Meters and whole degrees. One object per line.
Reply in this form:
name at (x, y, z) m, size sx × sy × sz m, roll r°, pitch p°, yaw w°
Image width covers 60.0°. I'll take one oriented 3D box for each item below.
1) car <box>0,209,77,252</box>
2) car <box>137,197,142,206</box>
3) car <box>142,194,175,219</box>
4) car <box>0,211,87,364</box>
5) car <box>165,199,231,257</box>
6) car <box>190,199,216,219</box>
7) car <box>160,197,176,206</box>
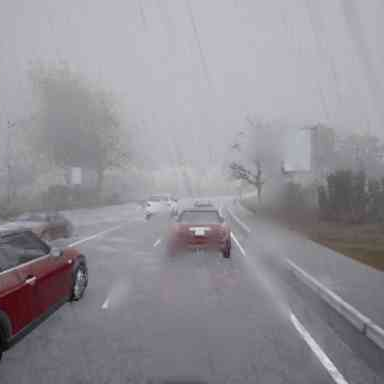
car at (-6.836, 1.550, 14.647) m, size 1.994 × 1.385 × 4.181 m, roll 0°, pitch 0°, yaw 2°
car at (-7.526, 1.312, 54.652) m, size 2.097 × 1.767 × 4.553 m, roll 0°, pitch 0°, yaw 7°
car at (-2.516, 1.201, 28.863) m, size 2.150 × 2.045 × 5.566 m, roll 0°, pitch 0°, yaw 3°
car at (-3.338, 1.347, 5.402) m, size 2.097 × 1.767 × 4.553 m, roll 0°, pitch 0°, yaw 1°
car at (0.313, 1.344, 12.999) m, size 2.097 × 1.767 × 4.553 m, roll 0°, pitch 0°, yaw 1°
car at (1.053, 1.472, 29.772) m, size 2.128 × 1.511 × 4.902 m, roll 0°, pitch 0°, yaw 3°
car at (-3.929, 1.524, 55.371) m, size 1.994 × 1.385 × 4.181 m, roll 0°, pitch 0°, yaw 7°
